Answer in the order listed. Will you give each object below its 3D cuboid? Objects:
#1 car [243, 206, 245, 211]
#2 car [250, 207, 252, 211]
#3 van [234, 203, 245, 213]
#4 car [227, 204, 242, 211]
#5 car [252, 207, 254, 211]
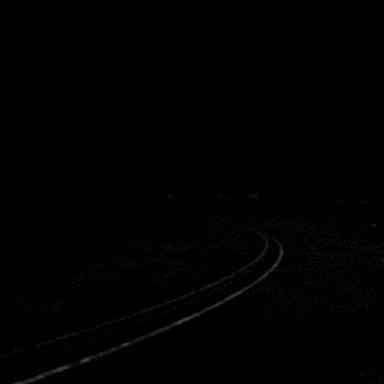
[{"bbox_3d":[9.167,3.530,68.783,2.163,1.488,4.792,-1,-4,15],"label":"car"},{"bbox_3d":[13.392,4.578,84.743,2.002,1.452,4.674,-1,-4,15],"label":"car"},{"bbox_3d":[10.600,3.627,74.214,1.878,1.987,4.442,-1,-4,15],"label":"van"},{"bbox_3d":[7.779,3.196,63.475,2.002,1.452,4.674,1,-3,15],"label":"car"},{"bbox_3d":[14.828,4.765,90.177,2.185,1.767,4.553,-1,-4,15],"label":"car"}]
